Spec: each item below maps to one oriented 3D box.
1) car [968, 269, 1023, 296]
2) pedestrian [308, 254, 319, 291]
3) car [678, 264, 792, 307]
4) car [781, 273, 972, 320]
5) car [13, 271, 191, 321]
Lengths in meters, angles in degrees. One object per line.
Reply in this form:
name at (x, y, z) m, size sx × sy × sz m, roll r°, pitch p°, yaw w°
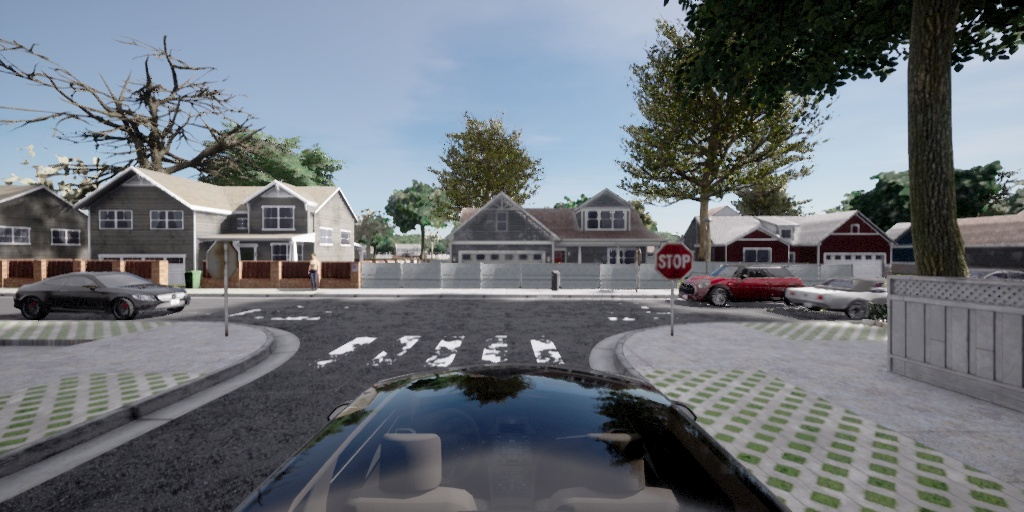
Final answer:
car at (19.765, 1.302, 15.201) m, size 4.902 × 1.511 × 2.128 m, roll 0°, pitch 1°, yaw -1°
pedestrian at (-9.809, 0.804, 17.743) m, size 0.375 × 1.860 × 0.375 m, roll 0°, pitch 0°, yaw -1°
car at (9.514, 1.123, 15.075) m, size 4.553 × 1.767 × 2.097 m, roll 0°, pitch 1°, yaw -1°
car at (12.455, 1.413, 12.347) m, size 4.718 × 1.301 × 1.895 m, roll 0°, pitch 1°, yaw 1°
car at (-13.358, 1.236, 11.792) m, size 4.674 × 1.442 × 1.812 m, roll 0°, pitch 1°, yaw 1°
